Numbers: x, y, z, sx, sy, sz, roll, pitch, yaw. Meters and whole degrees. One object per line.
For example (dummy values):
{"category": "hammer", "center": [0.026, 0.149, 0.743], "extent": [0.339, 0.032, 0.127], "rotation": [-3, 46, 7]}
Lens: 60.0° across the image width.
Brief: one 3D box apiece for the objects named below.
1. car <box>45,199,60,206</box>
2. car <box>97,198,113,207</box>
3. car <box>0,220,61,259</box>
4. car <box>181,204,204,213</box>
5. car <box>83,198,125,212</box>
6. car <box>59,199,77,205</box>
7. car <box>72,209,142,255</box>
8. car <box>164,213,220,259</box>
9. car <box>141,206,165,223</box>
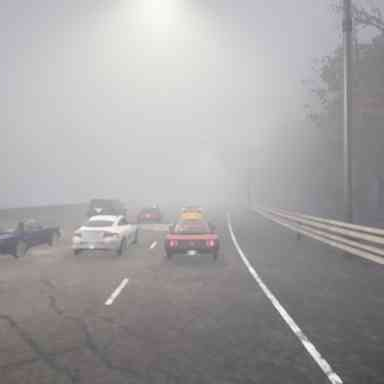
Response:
{"category": "car", "center": [-28.009, 2.149, 67.415], "extent": [2.097, 1.767, 4.553], "rotation": [0, -1, 0]}
{"category": "car", "center": [-17.509, 2.149, 67.417], "extent": [2.097, 1.767, 4.553], "rotation": [0, -1, 0]}
{"category": "car", "center": [-6.982, 1.747, 13.233], "extent": [1.895, 1.301, 4.718], "rotation": [0, -1, 1]}
{"category": "car", "center": [0.026, 1.805, 29.230], "extent": [1.882, 1.535, 5.008], "rotation": [0, 0, 1]}
{"category": "car", "center": [-6.992, 1.534, 27.580], "extent": [2.150, 2.045, 5.566], "rotation": [0, 0, 0]}
{"category": "car", "center": [-24.509, 2.293, 67.384], "extent": [1.837, 1.490, 4.892], "rotation": [0, -1, 0]}
{"category": "car", "center": [-3.474, 1.679, 13.886], "extent": [1.812, 1.442, 4.674], "rotation": [0, 0, 1]}
{"category": "car", "center": [0.018, 1.747, 13.238], "extent": [1.895, 1.301, 4.718], "rotation": [0, -1, 0]}
{"category": "car", "center": [-3.477, 1.884, 28.456], "extent": [1.994, 1.385, 4.181], "rotation": [0, -1, 0]}
